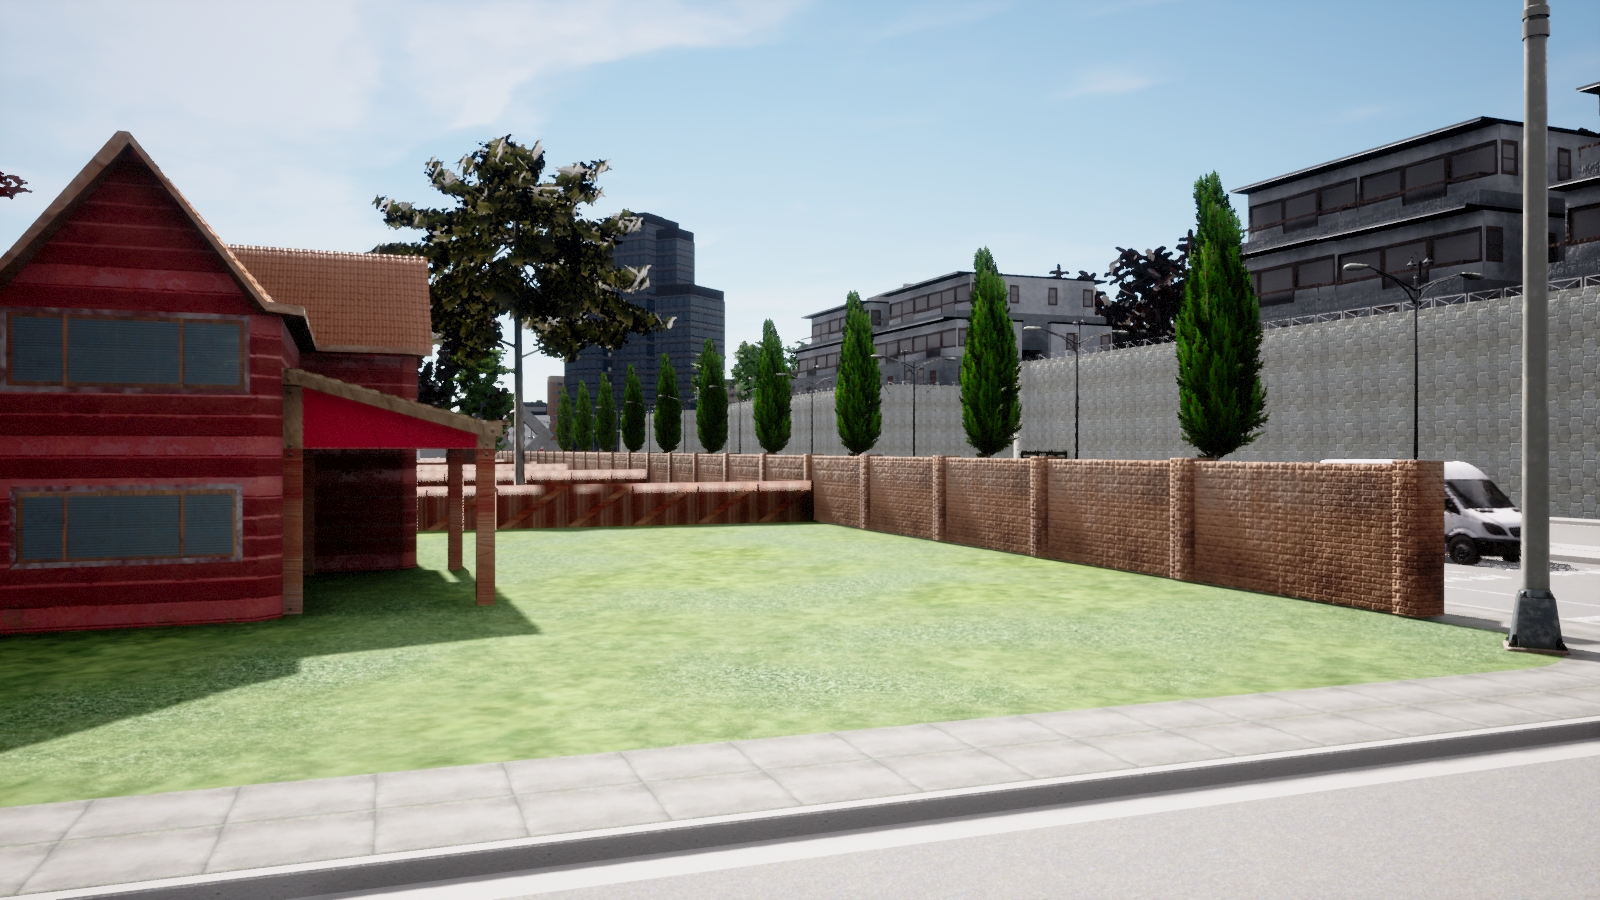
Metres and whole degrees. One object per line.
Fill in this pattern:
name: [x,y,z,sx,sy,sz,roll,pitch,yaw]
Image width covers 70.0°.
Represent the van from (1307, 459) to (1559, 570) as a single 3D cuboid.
van: [16.323,1.535,29.954,1.988,2.561,5.915,0,0,-21]
